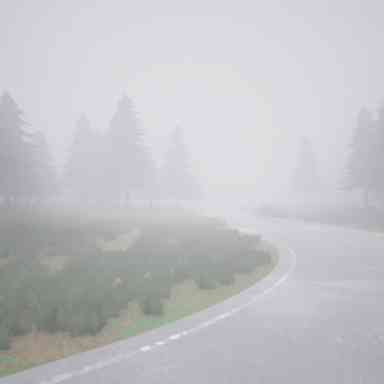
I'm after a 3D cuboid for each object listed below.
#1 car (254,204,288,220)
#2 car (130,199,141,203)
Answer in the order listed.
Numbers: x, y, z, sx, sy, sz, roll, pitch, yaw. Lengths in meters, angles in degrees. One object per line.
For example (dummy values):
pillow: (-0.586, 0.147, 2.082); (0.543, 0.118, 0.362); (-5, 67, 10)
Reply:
car: (7.580, 1.910, 32.328); (2.033, 1.411, 5.357); (-1, -1, -6)
car: (-15.901, 2.772, 92.895); (1.905, 1.878, 3.866); (0, -1, -36)
